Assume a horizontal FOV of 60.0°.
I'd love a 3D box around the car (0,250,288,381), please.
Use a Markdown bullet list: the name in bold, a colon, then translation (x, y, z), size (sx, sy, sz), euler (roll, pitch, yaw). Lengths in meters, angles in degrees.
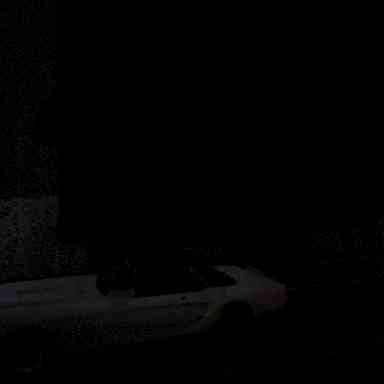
- **car**: translation (-0.918, 1.717, 5.482), size (4.718, 1.301, 1.895), euler (0, -1, -20)
